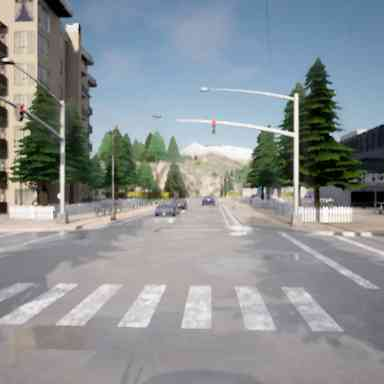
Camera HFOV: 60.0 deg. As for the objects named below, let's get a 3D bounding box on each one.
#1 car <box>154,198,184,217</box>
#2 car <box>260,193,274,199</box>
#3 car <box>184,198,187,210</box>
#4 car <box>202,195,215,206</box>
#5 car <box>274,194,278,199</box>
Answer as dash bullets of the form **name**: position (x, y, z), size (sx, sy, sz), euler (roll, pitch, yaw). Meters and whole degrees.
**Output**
- **car**: position (-2.300, 1.554, 32.044), size (2.033, 1.411, 5.357), euler (0, 0, 4)
- **car**: position (18.542, 1.335, 82.646), size (1.845, 1.501, 3.633), euler (0, 0, 4)
- **car**: position (-1.644, 1.489, 42.107), size (2.128, 1.511, 4.902), euler (0, 0, 4)
- **car**: position (2.711, 1.339, 54.014), size (2.097, 1.767, 4.553), euler (0, 0, 4)
- **car**: position (22.064, 1.339, 89.825), size (1.970, 1.475, 3.806), euler (0, 0, 4)
